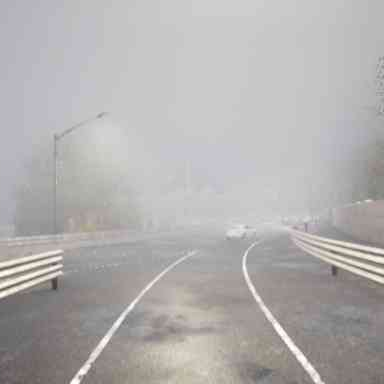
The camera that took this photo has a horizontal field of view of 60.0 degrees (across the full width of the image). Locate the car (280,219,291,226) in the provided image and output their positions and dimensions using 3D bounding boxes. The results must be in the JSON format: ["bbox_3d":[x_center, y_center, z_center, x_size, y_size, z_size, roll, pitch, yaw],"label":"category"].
[{"bbox_3d":[18.497,6.022,65.626,2.033,1.411,5.357,-3,-5,16],"label":"car"}]

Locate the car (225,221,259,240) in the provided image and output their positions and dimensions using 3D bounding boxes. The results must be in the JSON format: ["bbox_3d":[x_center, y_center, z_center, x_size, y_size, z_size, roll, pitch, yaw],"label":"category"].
[{"bbox_3d":[4.939,4.020,33.503,1.812,1.442,4.674,-4,-5,31],"label":"car"}]
